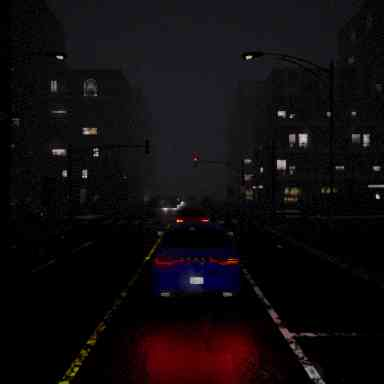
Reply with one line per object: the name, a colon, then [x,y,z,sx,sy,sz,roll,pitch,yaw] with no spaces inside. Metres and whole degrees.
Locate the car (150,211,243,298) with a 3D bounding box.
car: [0.094,1.477,8.590,1.882,1.535,5.008,0,0,0]

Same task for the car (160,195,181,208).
car: [-3.130,1.560,49.190,2.033,1.411,5.357,0,0,-1]

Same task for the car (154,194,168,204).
car: [-5.756,1.336,63.184,2.192,1.841,5.009,0,0,0]

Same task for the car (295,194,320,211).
car: [13.808,1.224,35.578,4.892,1.490,1.837,-1,0,-1]

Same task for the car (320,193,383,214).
car: [14.664,1.029,29.778,5.009,1.841,2.192,-1,1,-1]

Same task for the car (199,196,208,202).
car: [2.614,1.612,74.560,1.802,1.307,4.206,0,0,0]

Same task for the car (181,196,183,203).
car: [-3.139,1.370,58.672,2.097,1.767,4.553,0,0,0]

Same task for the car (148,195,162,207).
car: [-5.743,1.580,51.819,1.947,1.339,4.313,0,0,0]

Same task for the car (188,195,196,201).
car: [-0.092,1.570,90.509,2.128,1.511,4.902,0,0,0]

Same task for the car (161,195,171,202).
car: [-5.767,1.470,74.549,1.967,1.590,4.097,0,0,0]

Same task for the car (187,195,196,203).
car: [-0.073,1.506,72.642,1.882,1.535,5.008,0,0,0]

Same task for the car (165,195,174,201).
car: [-5.779,1.480,85.915,1.967,1.590,4.097,0,0,0]

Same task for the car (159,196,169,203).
car: [-5.761,1.551,68.697,1.752,1.417,4.829,0,0,0]

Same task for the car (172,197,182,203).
car: [-3.081,1.626,68.180,1.895,1.301,4.718,0,0,0]

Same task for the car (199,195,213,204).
car: [2.630,1.458,57.512,1.967,1.590,4.097,0,0,0]

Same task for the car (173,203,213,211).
car: [0.080,1.526,17.931,1.812,1.442,4.674,0,0,1]

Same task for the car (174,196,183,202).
car: [-3.082,1.621,78.519,1.895,1.301,4.718,0,0,0]

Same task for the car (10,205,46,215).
car: [-16.708,1.888,32.080,4.718,1.301,1.895,-1,0,-1]

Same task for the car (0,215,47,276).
car: [-5.750,1.582,9.796,1.802,1.307,4.206,0,0,0]
